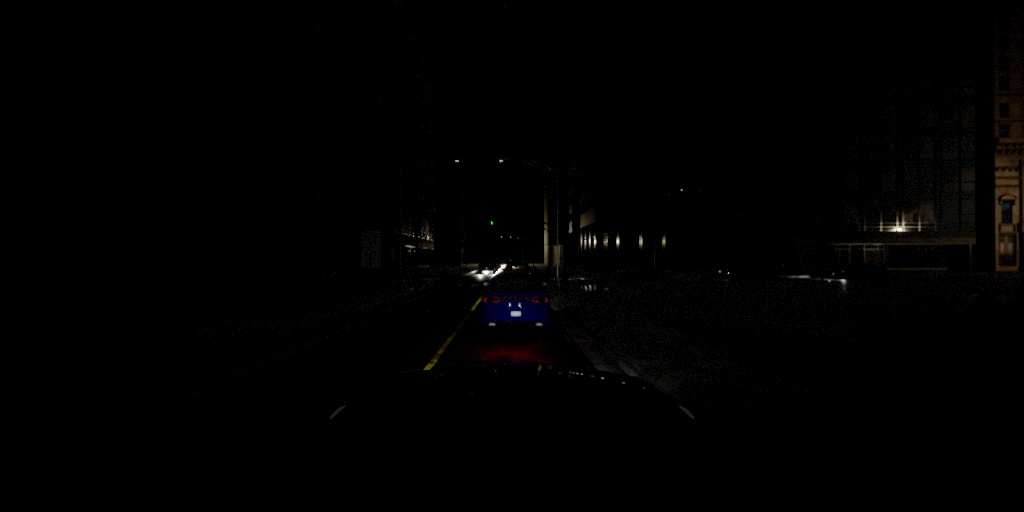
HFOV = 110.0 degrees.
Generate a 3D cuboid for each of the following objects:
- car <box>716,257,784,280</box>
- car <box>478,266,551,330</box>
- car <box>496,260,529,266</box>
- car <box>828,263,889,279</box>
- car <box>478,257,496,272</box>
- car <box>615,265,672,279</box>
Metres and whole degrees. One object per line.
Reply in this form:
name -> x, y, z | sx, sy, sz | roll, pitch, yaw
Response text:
car -> 21.981, 1.093, 33.188 | 5.566, 2.045, 2.150 | 0, 0, -1
car -> 0.094, 1.262, 11.280 | 1.882, 1.535, 5.008 | 0, 0, 0
car -> 0.417, 1.181, 22.725 | 2.097, 1.767, 4.553 | 0, 0, 4
car -> 32.078, 1.382, 33.181 | 4.674, 1.442, 1.812 | 0, 0, 0
car -> -3.128, 1.150, 45.692 | 2.150, 2.045, 5.566 | 0, 0, -2
car -> 12.030, 1.478, 33.170 | 4.718, 1.301, 1.895 | 0, 0, 3
